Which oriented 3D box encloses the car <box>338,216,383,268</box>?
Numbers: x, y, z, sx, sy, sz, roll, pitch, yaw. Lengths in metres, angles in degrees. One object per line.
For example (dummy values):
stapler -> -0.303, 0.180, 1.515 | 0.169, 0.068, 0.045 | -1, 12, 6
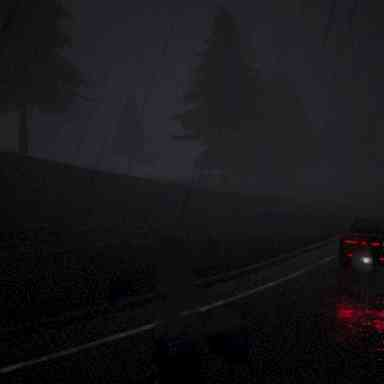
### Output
car -> 6.202, 1.539, 10.561 | 1.837, 1.490, 4.892 | 0, 0, 42
